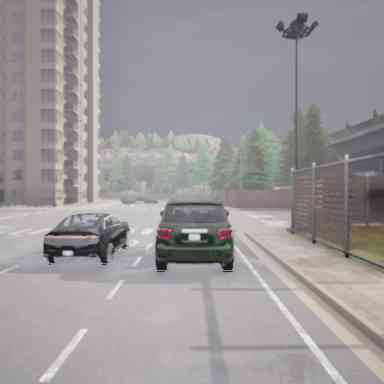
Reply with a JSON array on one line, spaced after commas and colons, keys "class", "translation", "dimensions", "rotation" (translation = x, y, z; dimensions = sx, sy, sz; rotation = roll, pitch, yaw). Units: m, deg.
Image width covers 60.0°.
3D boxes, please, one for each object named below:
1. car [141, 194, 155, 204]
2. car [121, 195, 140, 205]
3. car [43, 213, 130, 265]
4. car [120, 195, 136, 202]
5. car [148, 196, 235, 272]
[{"class": "car", "translation": [-7.180, 1.231, 58.136], "dimensions": [2.097, 1.767, 4.553], "rotation": [0, 0, -1]}, {"class": "car", "translation": [-10.600, 1.386, 56.651], "dimensions": [1.837, 1.490, 4.892], "rotation": [0, 1, 0]}, {"class": "car", "translation": [-3.419, 1.468, 11.604], "dimensions": [2.128, 1.511, 4.902], "rotation": [0, 0, 0]}, {"class": "car", "translation": [-13.870, 1.391, 71.808], "dimensions": [2.033, 1.411, 5.357], "rotation": [0, 0, -28]}, {"class": "car", "translation": [0.087, 1.199, 10.894], "dimensions": [2.150, 2.045, 5.566], "rotation": [0, 0, 0]}]
